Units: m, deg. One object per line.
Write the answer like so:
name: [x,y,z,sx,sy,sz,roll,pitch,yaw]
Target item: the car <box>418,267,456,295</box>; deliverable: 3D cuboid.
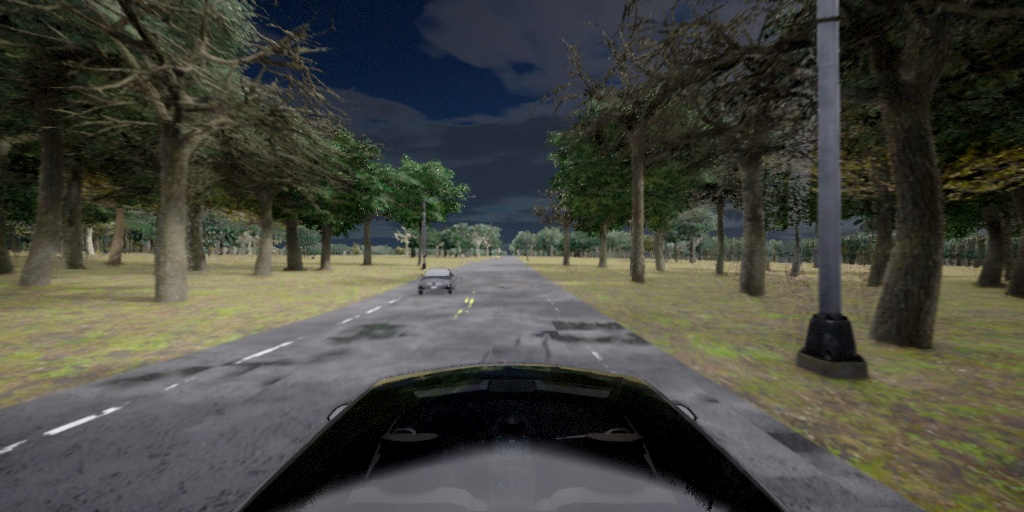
car: [-4.278,1.381,20.984,1.812,1.442,4.674,0,0,-5]
